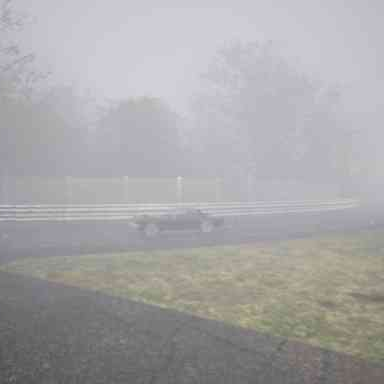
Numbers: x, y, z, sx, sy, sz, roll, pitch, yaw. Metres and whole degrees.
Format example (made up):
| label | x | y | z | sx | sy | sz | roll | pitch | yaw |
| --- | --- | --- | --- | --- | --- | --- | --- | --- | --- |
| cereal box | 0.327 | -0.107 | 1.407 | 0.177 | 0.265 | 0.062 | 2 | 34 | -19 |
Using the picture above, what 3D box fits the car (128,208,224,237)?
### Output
| label | x | y | z | sx | sy | sz | roll | pitch | yaw |
| --- | --- | --- | --- | --- | --- | --- | --- | --- | --- |
| car | -0.826 | 1.483 | 17.165 | 4.718 | 1.301 | 1.895 | 0 | 0 | -23 |
